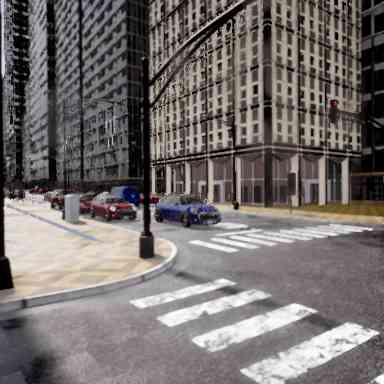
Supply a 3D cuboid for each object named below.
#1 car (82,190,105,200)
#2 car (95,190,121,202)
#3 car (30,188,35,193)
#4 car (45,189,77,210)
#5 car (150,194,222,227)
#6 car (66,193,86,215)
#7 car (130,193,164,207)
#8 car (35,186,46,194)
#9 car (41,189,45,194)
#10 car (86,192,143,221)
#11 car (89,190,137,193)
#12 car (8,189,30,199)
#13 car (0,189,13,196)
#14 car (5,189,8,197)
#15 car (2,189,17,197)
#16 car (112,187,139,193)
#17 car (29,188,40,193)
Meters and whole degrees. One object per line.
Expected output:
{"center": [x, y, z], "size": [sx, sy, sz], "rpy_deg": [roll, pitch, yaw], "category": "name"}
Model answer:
{"center": [-14.635, 0.480, 49.433], "size": [1.947, 1.339, 4.313], "rpy_deg": [0, 1, -36], "category": "car"}
{"center": [-11.484, 0.543, 45.039], "size": [1.752, 1.417, 4.829], "rpy_deg": [0, 1, -36], "category": "car"}
{"center": [-37.376, -0.518, 81.152], "size": [2.192, 1.841, 5.009], "rpy_deg": [0, 1, -36], "category": "car"}
{"center": [-11.657, 0.647, 30.902], "size": [2.192, 1.841, 5.009], "rpy_deg": [1, 1, -36], "category": "car"}
{"center": [-0.299, 0.961, 19.411], "size": [2.097, 1.767, 4.553], "rpy_deg": [-1, 2, -34], "category": "car"}
{"center": [-8.414, 1.021, 26.375], "size": [1.802, 1.307, 4.206], "rpy_deg": [1, 1, -36], "category": "car"}
{"center": [-4.887, 0.817, 35.837], "size": [1.802, 1.307, 4.206], "rpy_deg": [0, 1, -36], "category": "car"}
{"center": [-34.131, -0.181, 76.622], "size": [1.887, 1.381, 4.507], "rpy_deg": [0, 1, -36], "category": "car"}
{"center": [-18.740, 0.599, 45.306], "size": [1.895, 1.301, 4.718], "rpy_deg": [-1, 2, -35], "category": "car"}
{"center": [-5.163, 0.986, 21.844], "size": [1.967, 1.590, 4.097], "rpy_deg": [1, 1, -36], "category": "car"}
{"center": [-7.076, 0.876, 28.931], "size": [2.128, 1.511, 4.902], "rpy_deg": [-1, 2, -36], "category": "car"}
{"center": [-27.902, 0.343, 53.555], "size": [1.887, 1.381, 4.507], "rpy_deg": [1, 1, -36], "category": "car"}
{"center": [-37.646, 0.029, 67.145], "size": [2.008, 1.369, 4.403], "rpy_deg": [1, 1, -36], "category": "car"}
{"center": [-31.150, 0.242, 58.085], "size": [2.008, 1.369, 4.403], "rpy_deg": [1, 1, -36], "category": "car"}
{"center": [-34.398, 0.129, 62.615], "size": [1.887, 1.381, 4.507], "rpy_deg": [1, 1, -36], "category": "car"}
{"center": [-7.323, 0.476, 34.764], "size": [2.150, 2.045, 5.566], "rpy_deg": [-1, 2, -36], "category": "car"}
{"center": [-40.630, -0.373, 85.686], "size": [1.947, 1.339, 4.313], "rpy_deg": [0, 1, -36], "category": "car"}
